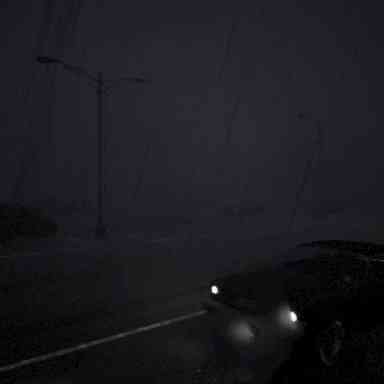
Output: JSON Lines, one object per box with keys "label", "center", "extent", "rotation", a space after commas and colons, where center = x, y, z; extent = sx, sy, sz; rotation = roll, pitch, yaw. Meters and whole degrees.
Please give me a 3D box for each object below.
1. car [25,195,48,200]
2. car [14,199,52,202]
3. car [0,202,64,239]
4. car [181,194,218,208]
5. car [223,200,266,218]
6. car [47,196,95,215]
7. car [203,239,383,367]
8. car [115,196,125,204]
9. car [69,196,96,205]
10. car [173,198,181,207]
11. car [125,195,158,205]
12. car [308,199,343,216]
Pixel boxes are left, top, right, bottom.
{"label": "car", "center": [-17.359, 1.463, 39.823], "extent": [4.514, 1.523, 2.007], "rotation": [0, 0, -37]}
{"label": "car", "center": [-10.519, 1.417, 17.694], "extent": [5.027, 1.636, 2.152], "rotation": [0, 0, -37]}
{"label": "car", "center": [-8.605, 1.412, 15.208], "extent": [4.514, 1.523, 2.007], "rotation": [0, 0, -37]}
{"label": "car", "center": [1.300, 1.196, 45.746], "extent": [4.605, 1.855, 1.932], "rotation": [0, 0, -37]}
{"label": "car", "center": [4.547, 1.431, 28.715], "extent": [3.806, 1.475, 1.970], "rotation": [0, 0, -37]}
{"label": "car", "center": [-11.430, 1.441, 31.779], "extent": [3.633, 1.501, 1.845], "rotation": [0, 0, -37]}
{"label": "car", "center": [2.494, 1.606, 5.927], "extent": [4.718, 1.301, 1.895], "rotation": [0, 0, -37]}
{"label": "car", "center": [-12.488, 1.428, 63.055], "extent": [3.806, 1.475, 1.970], "rotation": [0, 0, -37]}
{"label": "car", "center": [-20.330, 1.525, 61.787], "extent": [4.514, 1.523, 2.007], "rotation": [0, 0, -37]}
{"label": "car", "center": [-0.765, 1.189, 47.832], "extent": [3.866, 1.878, 1.905], "rotation": [0, 0, -37]}
{"label": "car", "center": [-8.400, 1.321, 58.098], "extent": [5.027, 1.636, 2.152], "rotation": [0, 0, -37]}
{"label": "car", "center": [12.280, 1.392, 30.751], "extent": [3.633, 1.501, 1.845], "rotation": [0, 0, -37]}
